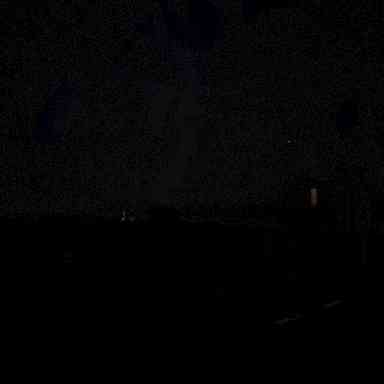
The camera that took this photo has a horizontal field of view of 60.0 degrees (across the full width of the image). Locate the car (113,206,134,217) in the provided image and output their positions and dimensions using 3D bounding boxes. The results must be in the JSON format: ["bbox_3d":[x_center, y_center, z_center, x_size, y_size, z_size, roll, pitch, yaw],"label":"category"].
[{"bbox_3d":[-11.366,3.120,55.201,2.097,1.767,4.553,-3,0,-36],"label":"car"}]
